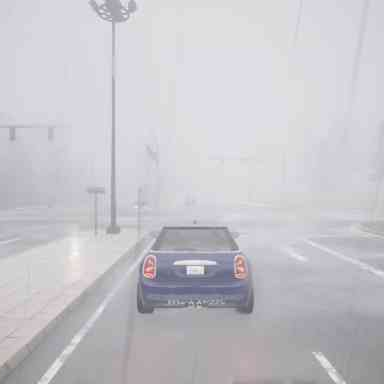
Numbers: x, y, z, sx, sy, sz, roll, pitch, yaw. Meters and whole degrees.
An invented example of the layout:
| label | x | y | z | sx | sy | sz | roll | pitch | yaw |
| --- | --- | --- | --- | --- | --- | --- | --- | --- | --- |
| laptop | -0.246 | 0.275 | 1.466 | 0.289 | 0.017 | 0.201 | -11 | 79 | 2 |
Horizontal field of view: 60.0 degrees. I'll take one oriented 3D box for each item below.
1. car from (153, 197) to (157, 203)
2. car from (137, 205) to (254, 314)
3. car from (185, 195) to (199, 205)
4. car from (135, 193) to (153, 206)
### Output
| label | x | y | z | sx | sy | sz | roll | pitch | yaw |
| --- | --- | --- | --- | --- | --- | --- | --- | --- | --- |
| car | -8.364 | 1.547 | 65.589 | 2.033 | 1.411 | 5.357 | 0 | 0 | 0 |
| car | 0.071 | 1.352 | 7.796 | 2.097 | 1.767 | 4.553 | 0 | 0 | 0 |
| car | -0.157 | 1.526 | 54.615 | 1.812 | 1.442 | 4.674 | 0 | 0 | -1 |
| car | -8.266 | 1.352 | 55.975 | 2.097 | 1.767 | 4.553 | 0 | 0 | -1 |
